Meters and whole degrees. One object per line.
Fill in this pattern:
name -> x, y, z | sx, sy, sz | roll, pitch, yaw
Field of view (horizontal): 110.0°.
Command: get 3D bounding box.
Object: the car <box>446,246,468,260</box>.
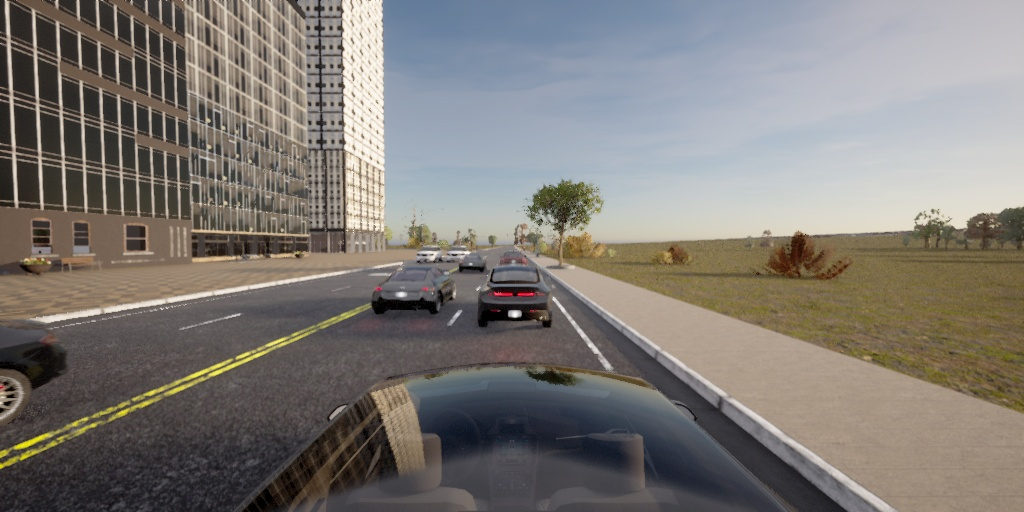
car -> -6.579, -0.252, 43.796 | 2.150, 2.045, 5.566 | 0, 2, 0

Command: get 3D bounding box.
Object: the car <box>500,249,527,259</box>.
car -> 0.109, 0.329, 28.405 | 2.097, 1.767, 4.553 | 0, 2, 0

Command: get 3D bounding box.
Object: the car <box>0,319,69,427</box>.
car -> -6.601, 1.249, 2.628 | 1.812, 1.442, 4.674 | 0, 2, 0

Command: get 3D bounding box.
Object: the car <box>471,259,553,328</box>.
car -> 0.098, 1.000, 10.404 | 1.837, 1.490, 4.892 | 0, 1, 1

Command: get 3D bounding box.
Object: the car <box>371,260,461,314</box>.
car -> -3.145, 1.009, 12.199 | 1.994, 1.385, 4.181 | 0, 2, 0

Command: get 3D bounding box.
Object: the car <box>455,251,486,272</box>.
car -> -3.141, 0.515, 29.265 | 1.994, 1.385, 4.181 | 0, 2, 0

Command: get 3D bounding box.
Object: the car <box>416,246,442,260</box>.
car -> -9.829, -0.227, 42.959 | 2.150, 2.045, 5.566 | 0, 2, 0
